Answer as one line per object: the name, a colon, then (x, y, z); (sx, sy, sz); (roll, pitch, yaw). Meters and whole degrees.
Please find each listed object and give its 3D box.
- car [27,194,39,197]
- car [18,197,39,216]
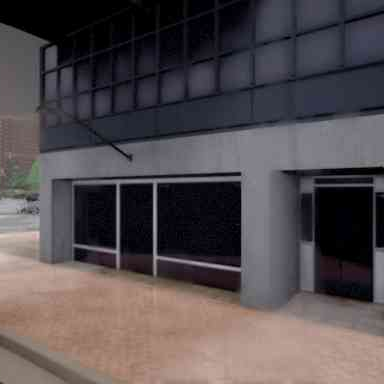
car: (-30.261, 1.102, 64.757); (4.605, 1.855, 1.932); (0, 0, 35)
car: (-14.254, 1.466, 32.265); (2.128, 1.511, 4.902); (0, 0, 36)
